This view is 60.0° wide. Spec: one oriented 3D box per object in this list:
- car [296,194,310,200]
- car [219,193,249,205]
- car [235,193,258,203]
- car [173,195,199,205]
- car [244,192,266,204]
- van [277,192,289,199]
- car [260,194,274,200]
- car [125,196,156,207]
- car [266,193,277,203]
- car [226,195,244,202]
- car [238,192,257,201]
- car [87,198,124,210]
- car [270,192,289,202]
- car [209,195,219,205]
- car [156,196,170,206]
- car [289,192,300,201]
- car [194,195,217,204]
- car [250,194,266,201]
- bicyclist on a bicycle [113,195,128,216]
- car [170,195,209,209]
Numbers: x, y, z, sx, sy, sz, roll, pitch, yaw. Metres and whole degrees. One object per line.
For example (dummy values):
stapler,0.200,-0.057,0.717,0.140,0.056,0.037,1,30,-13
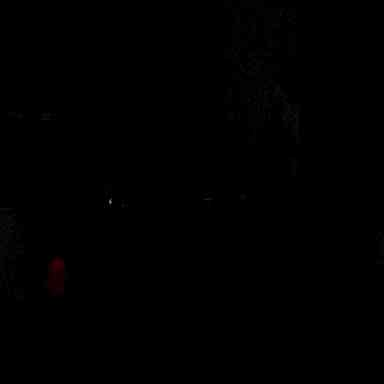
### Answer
car,25.500,1.159,76.583,1.752,1.417,4.829,0,0,35
car,6.182,1.239,48.601,1.887,1.381,4.507,0,0,35
car,9.578,1.034,58.217,2.097,1.767,4.553,0,0,35
car,-0.926,1.242,53.308,1.752,1.417,4.829,0,0,35
car,9.386,0.998,53.242,2.192,1.841,5.009,0,0,35
van,24.800,0.994,90.578,1.690,1.788,3.998,0,0,35
car,18.393,1.238,81.295,1.802,1.307,4.206,0,0,35
car,-7.238,1.184,44.166,1.967,1.590,4.097,0,0,35
car,12.589,1.238,57.881,1.947,1.339,4.313,0,0,35
car,8.782,1.229,67.372,1.887,1.381,4.507,0,0,35
car,11.985,0.989,72.013,2.192,1.841,5.009,0,0,35
car,-10.441,1.343,39.526,1.802,1.307,4.206,0,0,35
car,15.793,0.977,62.522,2.192,1.841,5.009,0,0,35
car,3.720,1.207,49.648,1.837,1.490,4.892,0,0,35
car,-4.033,1.312,48.808,1.802,1.307,4.206,0,0,35
car,22.200,0.957,71.803,2.192,1.841,5.009,0,0,35
car,2.374,1.271,58.091,1.947,1.339,4.313,0,0,35
car,15.191,1.230,76.655,1.947,1.339,4.313,0,0,35
bicyclist on a bicycle,-5.673,1.059,26.211,1.656,1.620,0.582,-1,0,35
car,-0.224,1.288,39.319,1.947,1.339,4.313,0,0,35
